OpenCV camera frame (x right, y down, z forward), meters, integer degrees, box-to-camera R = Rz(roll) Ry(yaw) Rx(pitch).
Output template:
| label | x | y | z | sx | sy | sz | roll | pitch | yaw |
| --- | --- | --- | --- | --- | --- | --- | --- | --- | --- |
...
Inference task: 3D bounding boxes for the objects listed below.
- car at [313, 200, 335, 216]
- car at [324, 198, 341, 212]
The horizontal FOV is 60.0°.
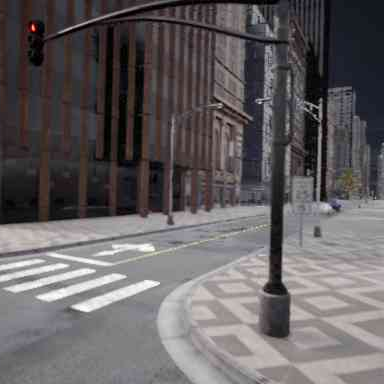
| label | x | y | z | sx | sy | sz | roll | pitch | yaw |
| --- | --- | --- | --- | --- | --- | --- | --- | --- | --- |
| car | 16.265 | 2.111 | 41.384 | 1.812 | 1.442 | 4.674 | 2 | 0 | 29 |
| car | 21.002 | 1.937 | 50.036 | 2.150 | 2.045 | 5.566 | 2 | 0 | 29 |
